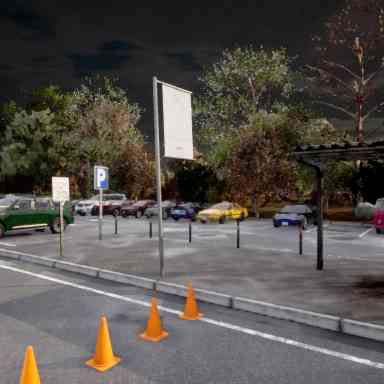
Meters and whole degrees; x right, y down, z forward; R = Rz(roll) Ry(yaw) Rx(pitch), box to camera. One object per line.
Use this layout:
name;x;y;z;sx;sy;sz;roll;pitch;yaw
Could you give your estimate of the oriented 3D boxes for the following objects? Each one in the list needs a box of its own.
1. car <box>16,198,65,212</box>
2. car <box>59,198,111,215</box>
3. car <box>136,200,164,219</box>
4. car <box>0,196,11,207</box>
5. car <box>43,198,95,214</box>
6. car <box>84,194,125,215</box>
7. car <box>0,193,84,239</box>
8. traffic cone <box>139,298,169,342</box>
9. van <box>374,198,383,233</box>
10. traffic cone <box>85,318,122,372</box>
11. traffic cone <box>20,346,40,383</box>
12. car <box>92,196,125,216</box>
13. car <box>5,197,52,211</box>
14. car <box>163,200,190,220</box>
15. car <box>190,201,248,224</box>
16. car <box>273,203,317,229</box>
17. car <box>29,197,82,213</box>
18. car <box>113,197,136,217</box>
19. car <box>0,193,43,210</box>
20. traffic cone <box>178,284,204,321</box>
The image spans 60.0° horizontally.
car;-17.958;1.468;39.646;2.163;1.488;4.792;0;0;35
car;-11.132;1.461;34.876;2.231;1.521;4.892;0;0;35
car;-2.044;1.473;28.500;2.231;1.521;4.892;0;0;35
car;-29.192;1.332;47.810;1.946;1.575;5.366;1;0;35
car;-13.404;1.454;36.474;2.097;1.535;5.008;0;0;35
car;-8.876;1.212;33.261;2.435;2.045;5.566;0;0;35
car;-8.875;1.220;17.272;2.435;2.045;5.566;0;0;35
traffic cone;-0.591;1.957;5.202;0.340;0.580;0.340;0;0;35
van;11.642;1.264;19.012;1.878;1.987;4.442;0;0;35
traffic cone;-1.166;1.957;4.386;0.340;0.580;0.340;0;0;35
traffic cone;-1.741;1.957;3.570;0.340;0.580;0.340;0;0;35
car;-6.586;1.466;31.693;2.097;1.535;5.008;0;0;35
car;-20.201;1.451;41.295;2.163;1.488;4.792;0;0;35
car;0.239;1.504;26.923;2.163;1.488;4.792;0;0;35
car;2.386;1.474;25.151;1.946;1.575;5.366;0;0;35
car;7.018;1.513;22.085;2.163;1.488;4.792;0;0;35
car;-15.567;1.444;38.227;1.946;1.575;5.366;0;0;35
car;-4.315;1.469;30.096;2.097;1.535;5.008;0;0;35
car;-22.502;1.153;42.843;2.435;2.045;5.566;0;0;35
traffic cone;-0.016;1.957;6.018;0.340;0.580;0.340;0;0;36
